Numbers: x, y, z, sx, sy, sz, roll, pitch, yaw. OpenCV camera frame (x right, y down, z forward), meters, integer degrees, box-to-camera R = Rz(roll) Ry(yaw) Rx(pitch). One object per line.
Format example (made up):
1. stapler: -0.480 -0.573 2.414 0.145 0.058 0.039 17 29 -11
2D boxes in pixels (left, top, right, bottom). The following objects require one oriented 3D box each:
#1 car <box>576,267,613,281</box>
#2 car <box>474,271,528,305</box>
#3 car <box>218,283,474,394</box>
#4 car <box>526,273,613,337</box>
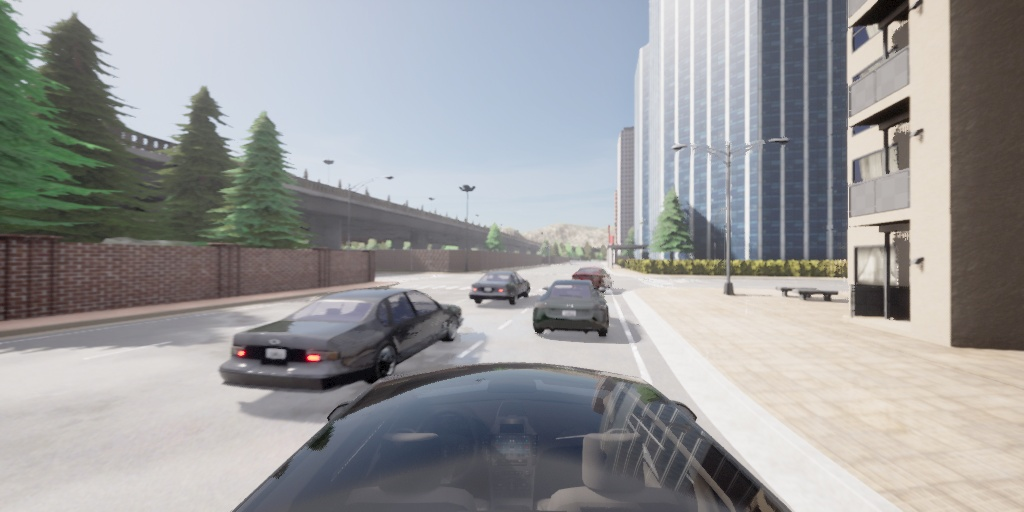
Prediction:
1. car: 5.234 1.426 23.187 1.882 1.535 5.008 -1 -1 24
2. car: -0.410 1.416 16.927 2.033 1.411 5.357 0 0 13
3. car: -2.579 1.326 7.089 2.033 1.411 5.357 0 0 11
4. car: 1.817 1.395 10.756 1.994 1.385 4.181 0 -1 12
